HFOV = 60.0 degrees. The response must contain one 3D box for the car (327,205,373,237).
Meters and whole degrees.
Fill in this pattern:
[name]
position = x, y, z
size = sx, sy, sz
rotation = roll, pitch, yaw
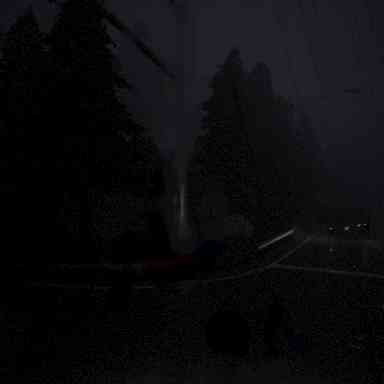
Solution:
[car]
position = 8.539, 1.471, 17.933
size = 1.837, 1.490, 4.892
rotation = 0, 0, 29
